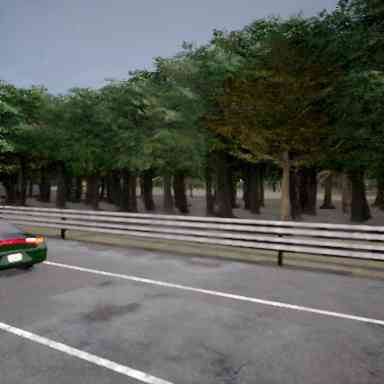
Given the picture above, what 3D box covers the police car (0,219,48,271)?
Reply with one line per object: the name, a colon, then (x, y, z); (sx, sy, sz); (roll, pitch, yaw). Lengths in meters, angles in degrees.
police car: (-6.503, 1.443, 9.623); (4.974, 1.542, 2.038); (1, 0, 31)
